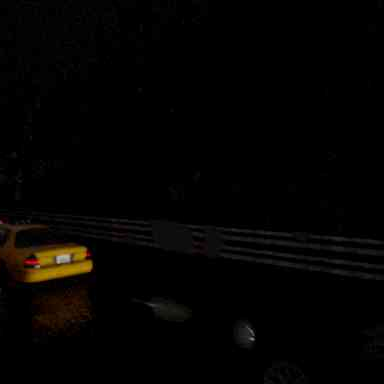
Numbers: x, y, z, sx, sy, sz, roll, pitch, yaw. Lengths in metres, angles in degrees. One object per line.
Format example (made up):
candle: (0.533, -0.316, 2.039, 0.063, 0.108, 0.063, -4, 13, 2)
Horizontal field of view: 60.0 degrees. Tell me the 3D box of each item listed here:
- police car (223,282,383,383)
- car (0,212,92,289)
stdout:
police car: (2.700, 1.499, 3.067, 5.238, 1.638, 1.930, 0, -1, 39)
car: (-4.959, 1.538, 9.426, 5.366, 1.575, 1.801, 0, -1, 40)
